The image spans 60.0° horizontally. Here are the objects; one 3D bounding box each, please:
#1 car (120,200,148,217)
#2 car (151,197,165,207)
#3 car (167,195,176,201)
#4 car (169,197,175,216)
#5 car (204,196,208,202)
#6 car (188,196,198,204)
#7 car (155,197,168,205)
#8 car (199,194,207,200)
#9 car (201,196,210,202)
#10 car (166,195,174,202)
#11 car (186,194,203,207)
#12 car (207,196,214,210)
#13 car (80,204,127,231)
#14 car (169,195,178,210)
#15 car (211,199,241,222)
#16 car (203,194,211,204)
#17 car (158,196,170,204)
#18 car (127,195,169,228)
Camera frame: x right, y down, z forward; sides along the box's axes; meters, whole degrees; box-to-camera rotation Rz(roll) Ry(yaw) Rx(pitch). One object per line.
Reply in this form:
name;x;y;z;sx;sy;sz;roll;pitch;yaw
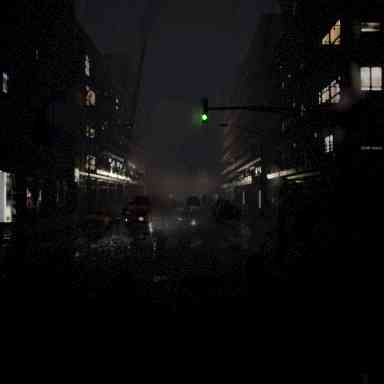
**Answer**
car;-5.556;1.551;32.140;1.887;1.381;4.507;1;0;0
car;-5.469;1.539;54.064;1.752;1.417;4.829;1;0;0
car;-5.337;1.581;87.374;2.008;1.369;4.403;1;0;0
car;-2.962;1.512;32.682;1.837;1.490;4.892;0;0;0
car;2.868;1.592;43.140;1.802;1.307;4.206;1;0;0
car;0.249;1.522;62.846;1.837;1.490;4.892;0;0;0
car;-5.447;1.567;59.757;2.008;1.369;4.403;1;0;0
car;3.067;1.474;92.851;1.967;1.590;4.097;1;0;0
car;3.000;1.590;76.280;1.947;1.339;4.313;1;0;0
car;-5.359;1.552;81.680;1.752;1.417;4.829;1;0;0
car;0.210;1.365;52.811;2.097;1.767;4.553;0;0;0
car;2.826;1.447;32.093;1.967;1.590;4.097;1;0;0
car;-5.600;1.529;20.923;1.752;1.417;4.829;1;0;0
car;-2.919;1.536;42.721;1.812;1.442;4.674;0;0;1
car;2.803;1.550;26.569;1.887;1.381;4.507;1;0;0
car;2.959;1.334;65.234;2.192;1.841;5.009;1;0;0
car;-5.425;1.563;65.281;1.887;1.381;4.507;1;0;0
car;-2.996;1.226;22.306;2.150;2.045;5.566;0;0;0
